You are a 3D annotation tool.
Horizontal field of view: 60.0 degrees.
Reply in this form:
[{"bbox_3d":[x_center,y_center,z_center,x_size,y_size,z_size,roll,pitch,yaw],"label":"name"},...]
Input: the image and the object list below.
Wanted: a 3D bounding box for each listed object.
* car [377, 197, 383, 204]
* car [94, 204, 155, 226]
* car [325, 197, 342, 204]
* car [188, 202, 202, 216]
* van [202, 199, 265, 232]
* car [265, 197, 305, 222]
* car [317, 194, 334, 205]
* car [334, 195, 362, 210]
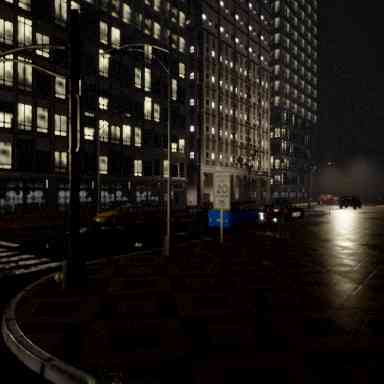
[{"bbox_3d":[38.174,1.656,66.534,1.947,1.339,4.313,0,0,38],"label":"car"},{"bbox_3d":[-4.751,1.535,23.971,1.752,1.417,4.829,0,0,38],"label":"car"},{"bbox_3d":[28.538,1.620,66.940,2.008,1.369,4.403,0,0,38],"label":"car"},{"bbox_3d":[1.363,1.599,31.689,1.802,1.307,4.206,0,0,38],"label":"car"},{"bbox_3d":[2.636,1.365,20.252,1.690,1.788,3.998,0,0,38],"label":"van"},{"bbox_3d":[7.603,1.470,26.877,1.967,1.590,4.097,0,0,38],"label":"car"},{"bbox_3d":[25.141,1.376,62.535,2.192,1.841,5.009,0,0,38],"label":"car"},{"bbox_3d":[21.191,1.366,44.503,2.192,1.841,5.009,0,0,38],"label":"car"}]
